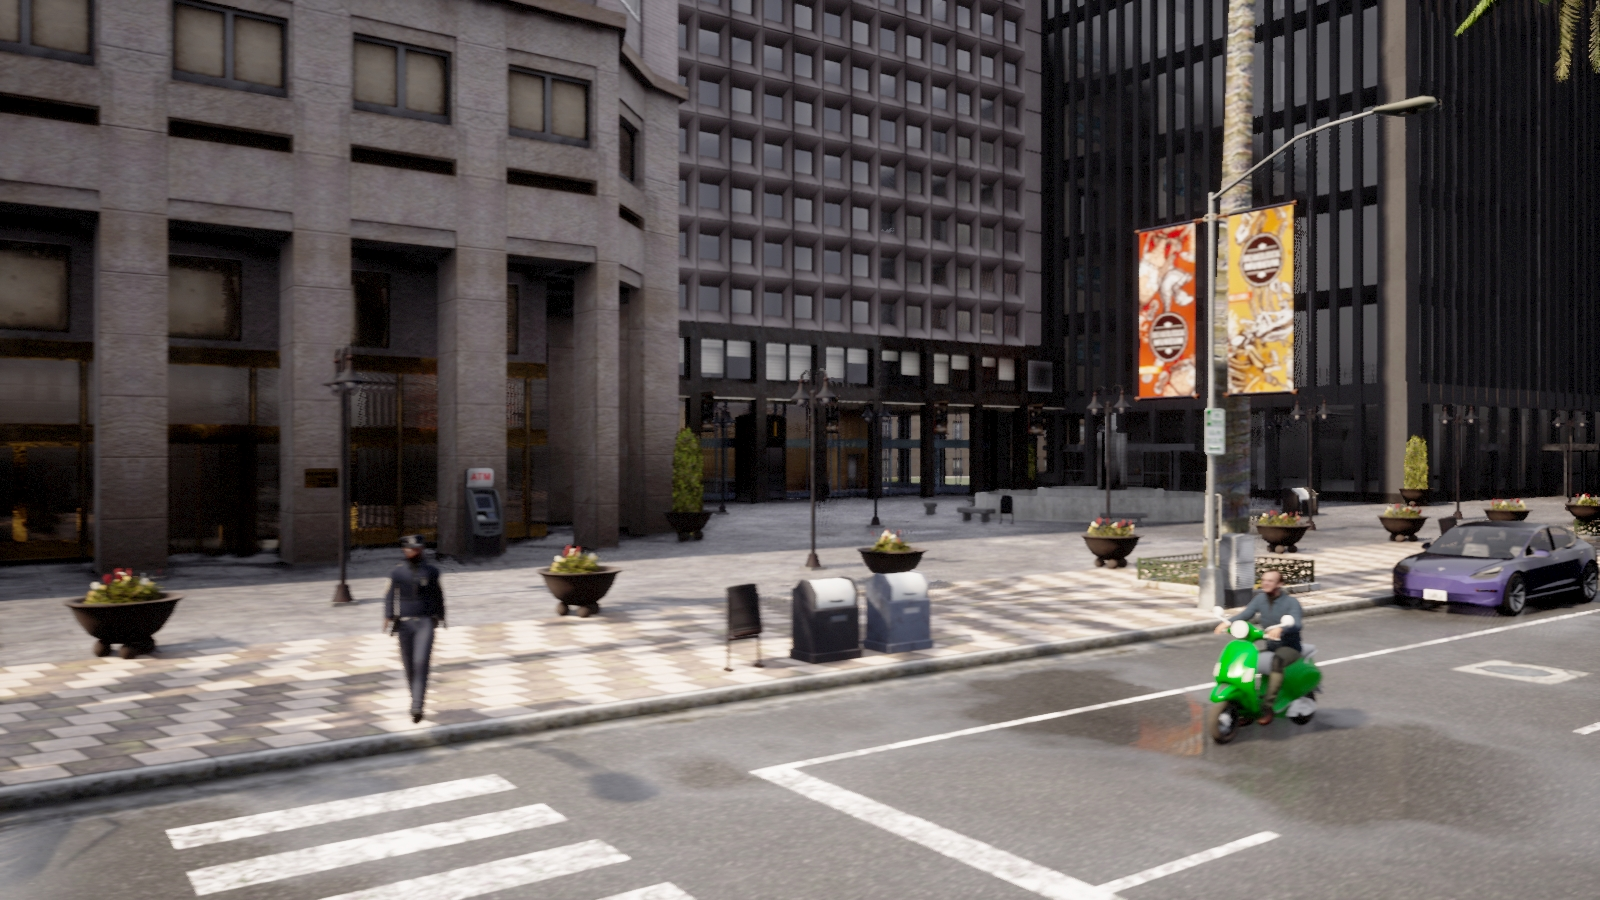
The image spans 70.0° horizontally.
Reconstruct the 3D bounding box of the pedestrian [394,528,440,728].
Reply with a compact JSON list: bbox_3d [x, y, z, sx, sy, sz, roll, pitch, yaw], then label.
[{"bbox_3d":[-3.692,1.695,11.024,0.375,1.860,0.375,0,0,-12],"label":"pedestrian"}]
